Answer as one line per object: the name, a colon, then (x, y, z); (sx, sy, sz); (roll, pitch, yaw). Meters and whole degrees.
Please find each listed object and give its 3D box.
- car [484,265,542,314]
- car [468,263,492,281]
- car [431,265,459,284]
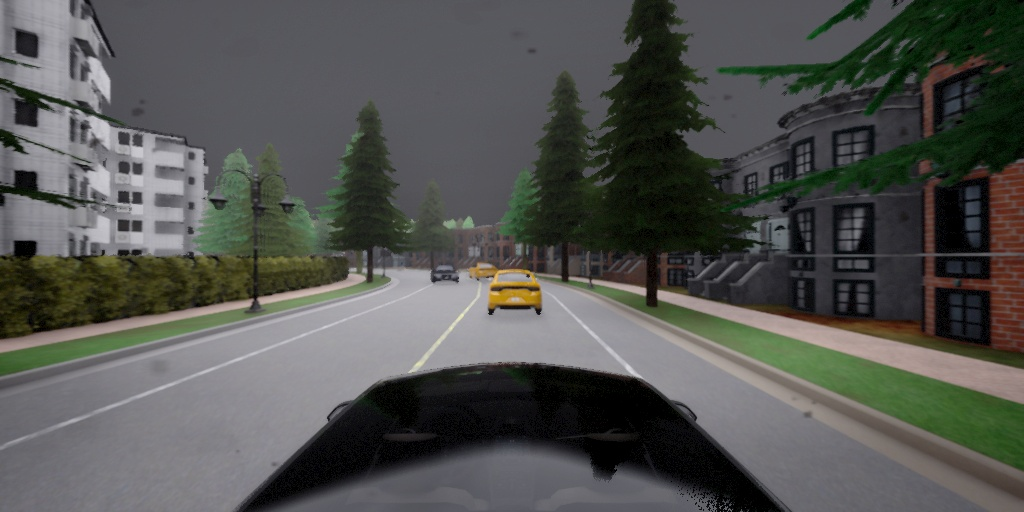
car: (0.065, 1.283, 14.211); (1.882, 1.535, 5.008); (0, 0, -1)
car: (-2.678, 1.363, 32.418); (1.882, 1.535, 5.008); (0, 0, -17)
car: (-5.339, 1.431, 28.381); (1.994, 1.385, 4.181); (0, 0, -15)
